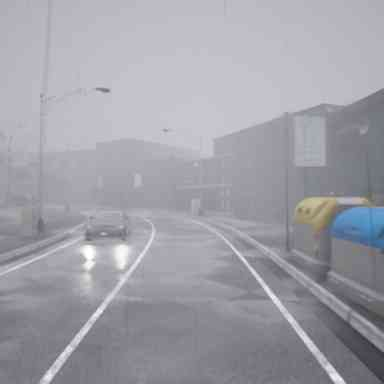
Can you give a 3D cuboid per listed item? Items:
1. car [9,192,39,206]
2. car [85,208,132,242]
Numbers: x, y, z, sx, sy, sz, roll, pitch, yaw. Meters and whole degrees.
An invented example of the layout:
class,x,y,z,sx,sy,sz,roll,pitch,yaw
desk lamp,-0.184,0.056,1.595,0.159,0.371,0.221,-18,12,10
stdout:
class,x,y,z,sx,sy,sz,roll,pitch,yaw
car,-26.734,1.080,52.441,5.566,2.045,2.150,1,-1,28
car,-4.049,1.548,16.782,1.812,1.442,4.674,0,0,-5
